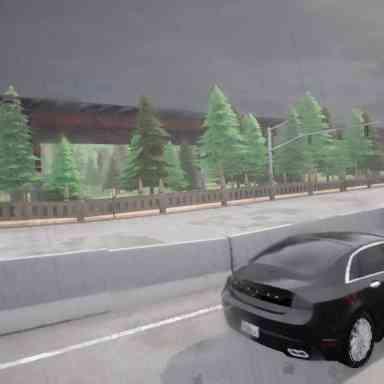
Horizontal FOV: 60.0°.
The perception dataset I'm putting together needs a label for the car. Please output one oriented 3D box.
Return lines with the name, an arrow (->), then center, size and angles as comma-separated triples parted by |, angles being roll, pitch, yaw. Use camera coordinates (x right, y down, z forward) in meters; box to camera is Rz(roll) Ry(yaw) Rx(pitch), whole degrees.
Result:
car -> 2.700, 1.434, 5.689 | 4.892, 1.490, 1.837 | -2, 1, -36
